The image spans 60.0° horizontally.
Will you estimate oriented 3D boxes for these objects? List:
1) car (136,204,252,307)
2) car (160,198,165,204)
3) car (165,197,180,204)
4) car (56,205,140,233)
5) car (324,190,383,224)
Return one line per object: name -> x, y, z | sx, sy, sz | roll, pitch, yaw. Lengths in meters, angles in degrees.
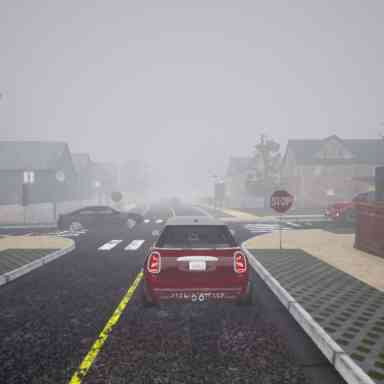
car -> 0.045, 1.353, 8.151 | 2.097, 1.767, 4.553 | 0, 0, -1
car -> -5.930, 1.938, 74.230 | 1.994, 1.385, 4.181 | 0, -1, -13
car -> -3.407, 1.742, 61.337 | 1.837, 1.490, 4.892 | 0, -2, -9
car -> -5.507, 1.537, 20.089 | 5.008, 1.535, 1.882 | -2, 0, -18
car -> 11.554, 0.920, 21.517 | 5.566, 2.045, 2.150 | -1, 0, 1
